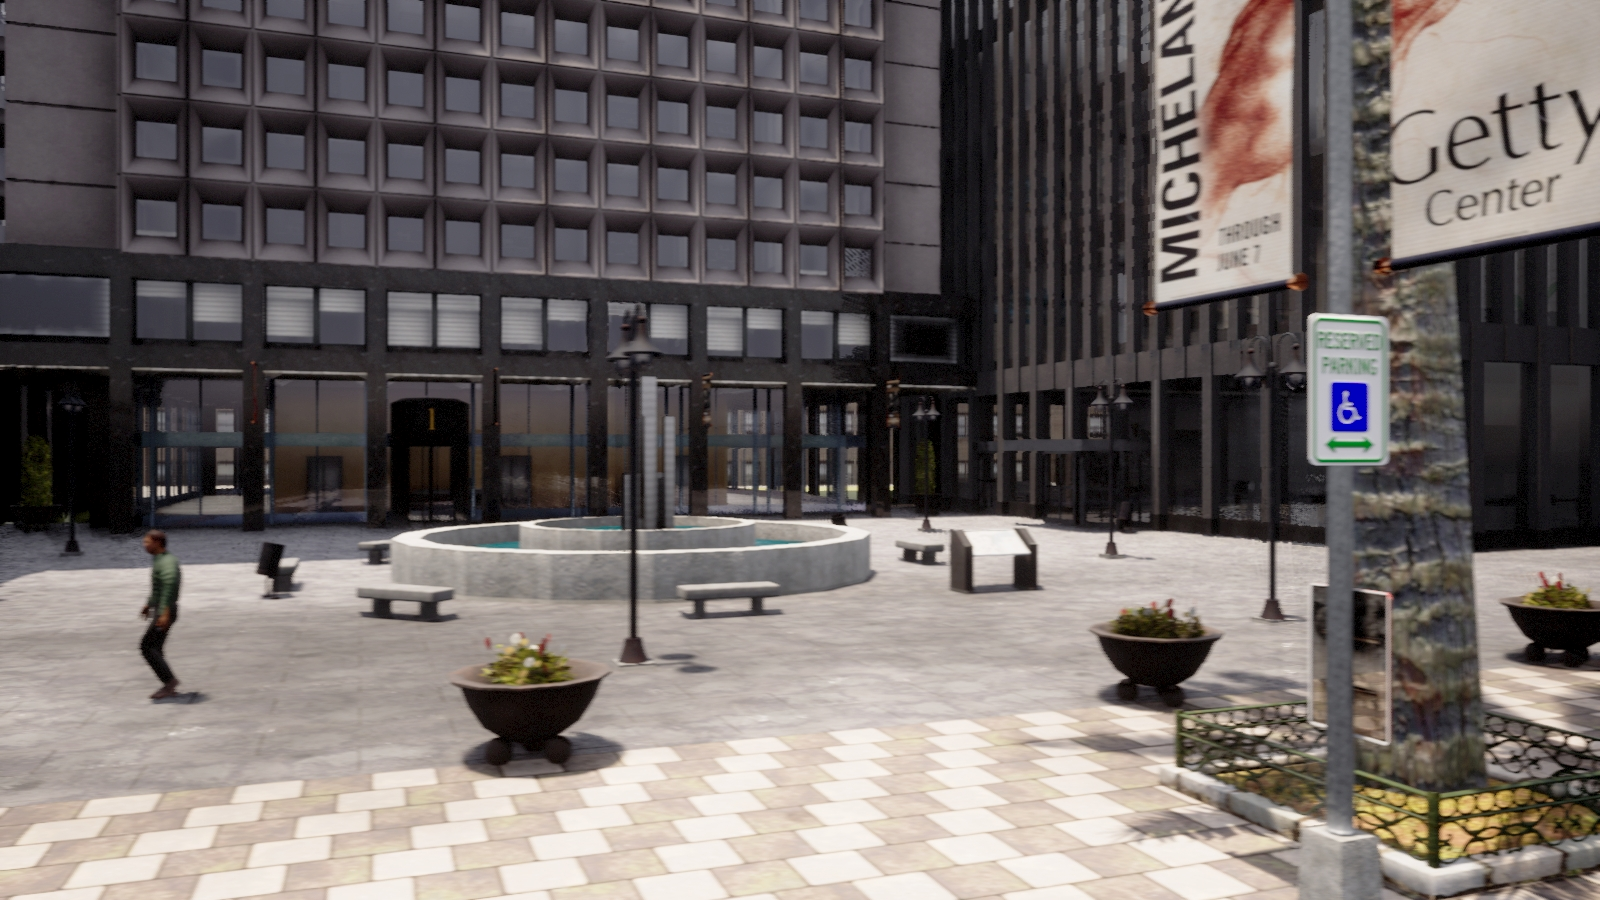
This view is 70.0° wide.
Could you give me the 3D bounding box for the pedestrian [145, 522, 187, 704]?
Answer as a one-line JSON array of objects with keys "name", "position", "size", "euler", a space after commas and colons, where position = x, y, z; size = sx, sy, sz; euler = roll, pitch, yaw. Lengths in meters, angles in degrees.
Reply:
[{"name": "pedestrian", "position": [-6.735, 1.711, 12.138], "size": [0.375, 1.860, 0.375], "euler": [0, 0, -32]}]
